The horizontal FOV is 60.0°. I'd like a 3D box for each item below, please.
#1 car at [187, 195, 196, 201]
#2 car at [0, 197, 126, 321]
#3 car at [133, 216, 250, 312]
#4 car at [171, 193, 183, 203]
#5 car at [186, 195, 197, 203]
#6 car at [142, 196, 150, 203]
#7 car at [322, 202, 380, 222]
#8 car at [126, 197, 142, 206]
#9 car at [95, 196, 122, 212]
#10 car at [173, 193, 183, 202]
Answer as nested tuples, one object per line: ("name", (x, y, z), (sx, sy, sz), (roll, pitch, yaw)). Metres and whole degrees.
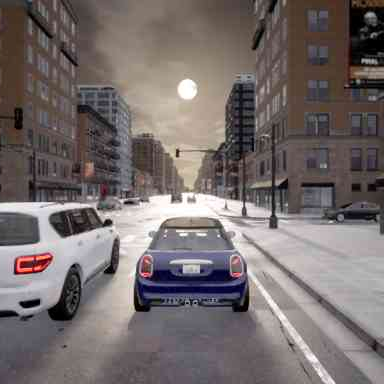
("car", (-0.103, 1.443, 79.697), (1.895, 1.301, 4.718), (0, 0, 0))
("car", (-3.158, 1.222, 7.407), (2.150, 2.045, 5.566), (0, 0, 0))
("car", (-0.003, 1.351, 7.864), (2.097, 1.767, 4.553), (0, 0, 0))
("car", (-3.254, 1.203, 69.992), (2.150, 2.045, 5.566), (0, 0, 0))
("car", (-0.090, 1.473, 69.248), (2.128, 1.511, 4.902), (0, 0, 0))
("car", (-9.839, 1.535, 68.822), (1.994, 1.385, 4.181), (0, 0, 0))
("car", (12.688, 1.542, 25.901), (4.892, 1.490, 1.837), (0, 0, 2))
("car", (-9.910, 1.589, 54.201), (1.895, 1.301, 4.718), (0, 0, 0))
("car", (-9.902, 1.346, 39.798), (2.097, 1.767, 4.553), (0, 0, 0))
("car", (-3.354, 1.202, 80.382), (2.150, 2.045, 5.566), (0, 0, 0))
